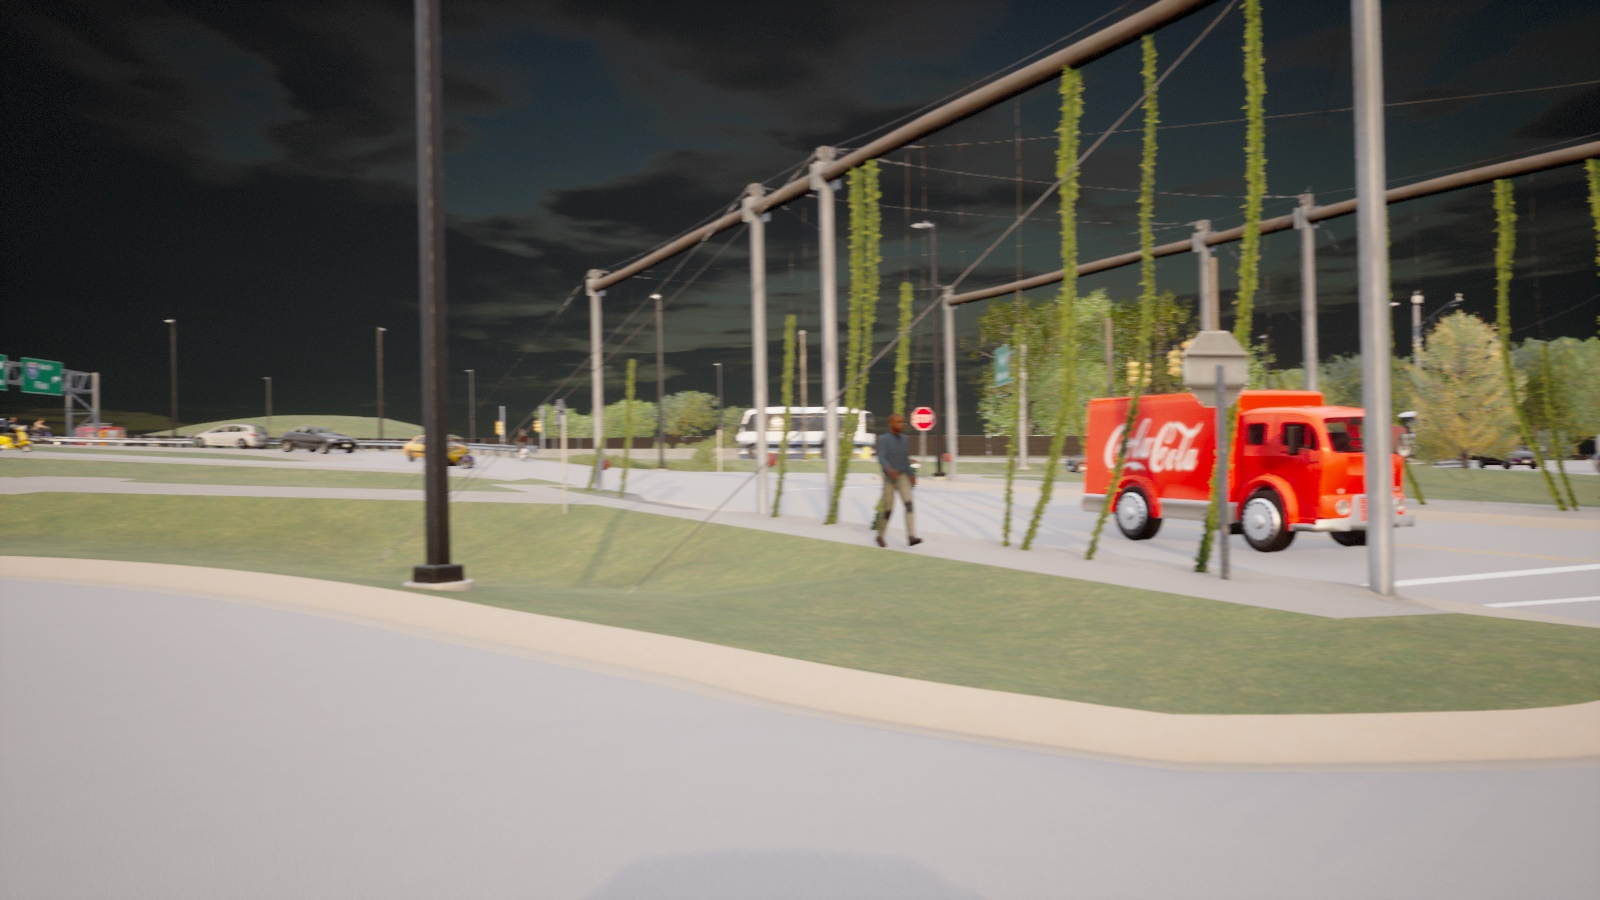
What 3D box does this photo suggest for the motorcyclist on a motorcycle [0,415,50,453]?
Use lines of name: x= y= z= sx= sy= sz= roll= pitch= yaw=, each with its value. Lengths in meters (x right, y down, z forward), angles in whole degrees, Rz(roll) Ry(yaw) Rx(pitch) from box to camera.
motorcyclist on a motorcycle: x=-34.605 y=-0.729 z=55.929 sx=1.817 sy=1.590 sz=0.866 roll=3 pitch=-1 yaw=3

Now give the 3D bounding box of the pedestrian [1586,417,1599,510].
pedestrian: x=16.567 y=0.263 z=25.273 sx=0.874 sy=1.855 sz=0.900 roll=-1 pitch=-1 yaw=-24

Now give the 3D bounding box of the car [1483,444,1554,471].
car: x=40.918 y=0.443 z=71.613 sx=1.816 sy=1.474 sz=4.193 roll=0 pitch=0 yaw=3

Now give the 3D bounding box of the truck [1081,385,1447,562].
truck: x=7.291 y=0.292 z=20.413 sx=2.627 sy=2.467 sz=5.204 roll=-1 pitch=1 yaw=-26

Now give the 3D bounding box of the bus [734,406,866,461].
bus: x=0.028 y=-1.265 z=99.388 sx=10.273 sy=4.253 sz=3.944 roll=0 pitch=-1 yaw=0

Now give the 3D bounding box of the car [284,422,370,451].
car: x=-28.572 y=-0.819 z=75.781 sx=5.027 sy=1.651 sz=2.152 roll=2 pitch=1 yaw=30

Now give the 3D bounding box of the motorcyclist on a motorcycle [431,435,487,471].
motorcyclist on a motorcycle: x=-15.140 y=0.114 z=55.773 sx=2.191 sy=1.530 sz=0.866 roll=1 pitch=0 yaw=0

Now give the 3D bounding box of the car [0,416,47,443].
car: x=-45.905 y=-1.217 z=72.416 sx=2.128 sy=1.511 sz=4.902 roll=2 pitch=0 yaw=-2

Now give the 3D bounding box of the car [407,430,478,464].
car: x=-18.356 y=-0.180 z=64.360 sx=1.801 sy=1.575 sz=5.366 roll=-1 pitch=2 yaw=-36

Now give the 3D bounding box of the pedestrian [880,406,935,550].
pedestrian: x=1.402 y=0.364 z=16.423 sx=0.370 sy=1.835 sz=0.726 roll=-1 pitch=-1 yaw=-24

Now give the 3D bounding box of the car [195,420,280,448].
car: x=-37.014 y=-1.025 z=82.692 sx=4.611 sy=1.667 sz=2.242 roll=1 pitch=0 yaw=9

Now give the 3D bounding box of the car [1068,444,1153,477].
car: x=15.047 y=0.499 z=60.961 sx=3.705 sy=1.549 sz=1.789 roll=0 pitch=-1 yaw=0
